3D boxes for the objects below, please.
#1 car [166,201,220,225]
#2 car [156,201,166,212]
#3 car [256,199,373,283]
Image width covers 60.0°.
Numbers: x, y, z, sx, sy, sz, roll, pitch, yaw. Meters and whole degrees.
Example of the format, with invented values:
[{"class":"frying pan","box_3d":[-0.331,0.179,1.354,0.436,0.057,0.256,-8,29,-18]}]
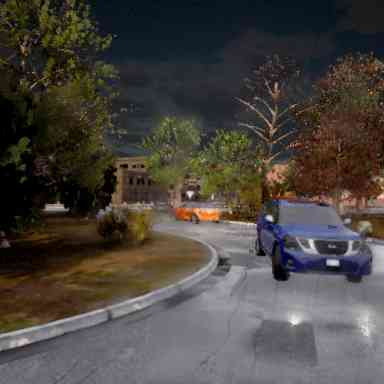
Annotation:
[{"class":"car","box_3d":[0.167,1.507,26.129,2.097,1.767,4.553,1,-1,-32]},{"class":"car","box_3d":[-3.252,1.787,39.034,1.994,1.385,4.181,1,-1,8]},{"class":"car","box_3d":[3.369,1.278,10.316,2.150,2.045,5.566,2,0,3]}]
